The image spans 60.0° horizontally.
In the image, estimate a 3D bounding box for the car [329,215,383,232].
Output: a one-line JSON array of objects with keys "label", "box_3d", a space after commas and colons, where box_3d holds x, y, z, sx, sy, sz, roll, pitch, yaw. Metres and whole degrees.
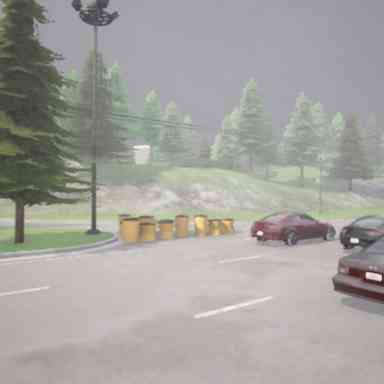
[{"label": "car", "box_3d": [7.921, 1.657, 13.694, 4.674, 1.442, 1.812, 0, 0, -35]}]

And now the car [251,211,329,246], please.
[{"label": "car", "box_3d": [4.828, 1.646, 15.790, 4.674, 1.442, 1.812, 0, 0, -35]}]

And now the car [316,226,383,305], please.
[{"label": "car", "box_3d": [5.395, 1.628, 7.592, 5.357, 1.411, 2.033, 1, 0, -35]}]
